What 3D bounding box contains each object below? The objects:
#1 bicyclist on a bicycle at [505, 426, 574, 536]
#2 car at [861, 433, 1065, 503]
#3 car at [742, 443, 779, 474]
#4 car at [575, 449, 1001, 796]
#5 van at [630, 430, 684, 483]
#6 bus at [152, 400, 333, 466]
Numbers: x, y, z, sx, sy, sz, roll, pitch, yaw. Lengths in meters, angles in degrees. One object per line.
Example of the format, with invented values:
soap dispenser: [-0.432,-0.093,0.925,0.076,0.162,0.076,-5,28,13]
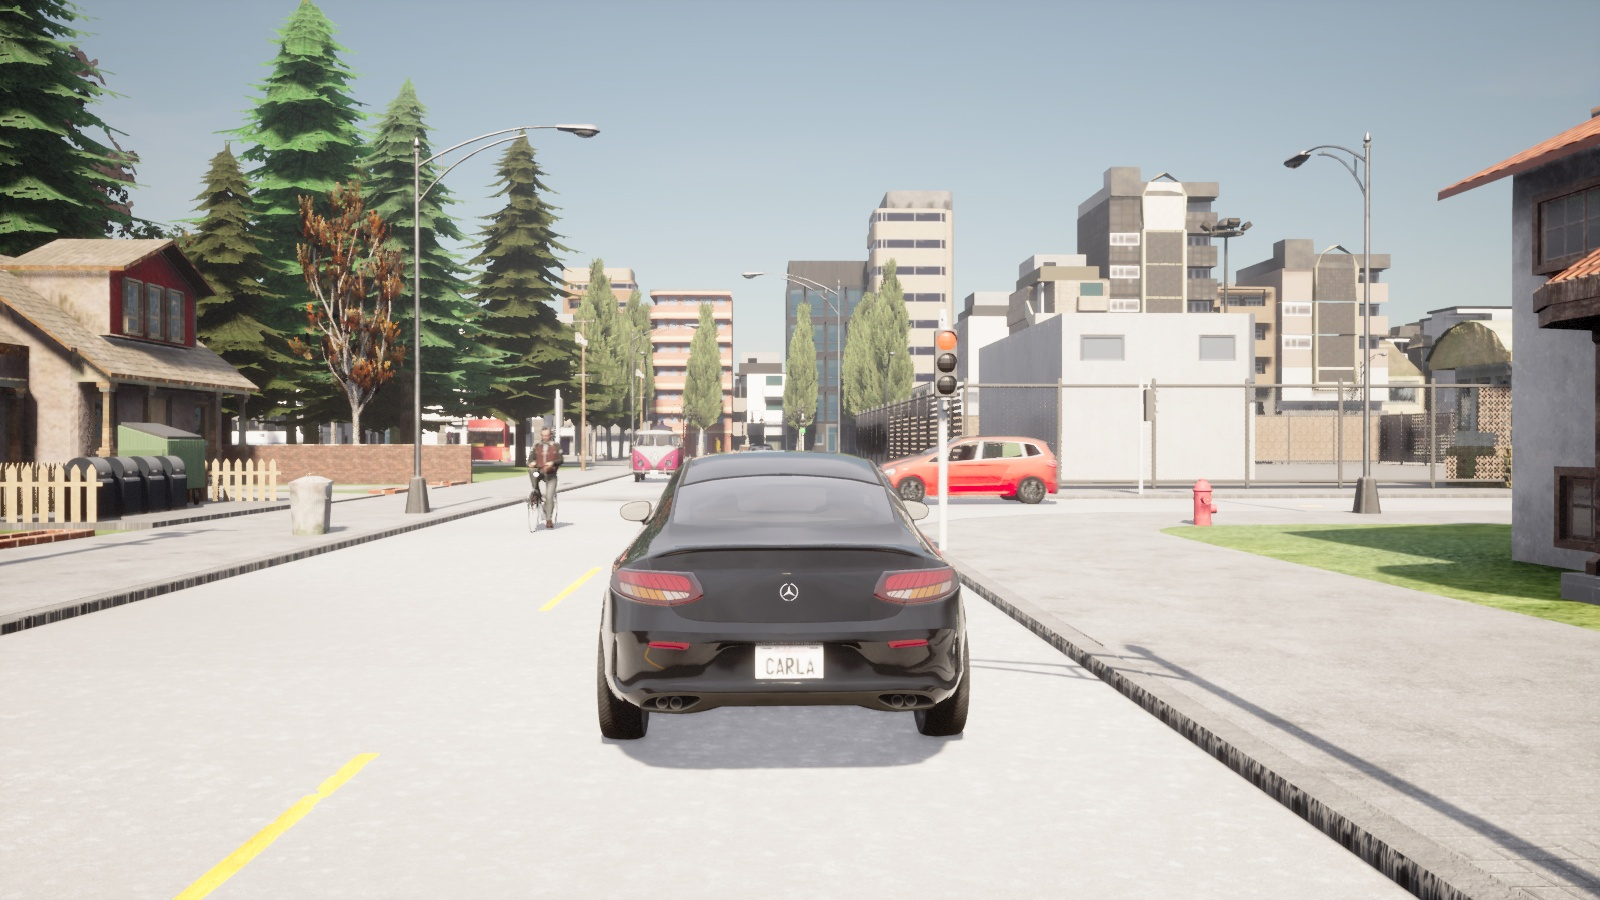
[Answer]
bicyclist on a bicycle: [-4.386,0.494,21.253,0.659,1.776,1.843,1,0,4]
car: [3.952,0.419,30.999,4.611,1.667,2.242,0,0,-5]
car: [-1.987,0.400,63.558,1.816,1.474,4.193,0,0,-2]
car: [-0.142,0.729,7.674,1.812,1.442,4.674,0,0,-2]
van: [-5.522,0.218,49.039,1.775,1.987,4.442,0,0,-2]
bus: [-36.825,-1.130,83.327,10.273,4.253,3.944,0,0,-2]
